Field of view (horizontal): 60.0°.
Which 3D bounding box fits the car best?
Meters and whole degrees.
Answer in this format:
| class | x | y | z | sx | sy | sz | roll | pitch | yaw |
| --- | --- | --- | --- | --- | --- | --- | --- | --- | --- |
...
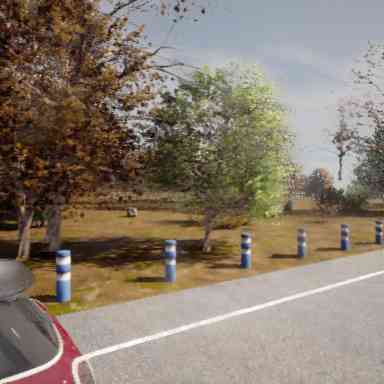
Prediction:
| class | x | y | z | sx | sy | sz | roll | pitch | yaw |
| --- | --- | --- | --- | --- | --- | --- | --- | --- | --- |
| car | -2.814 | 1.343 | 1.625 | 4.553 | 1.767 | 2.097 | 0 | 0 | -36 |
